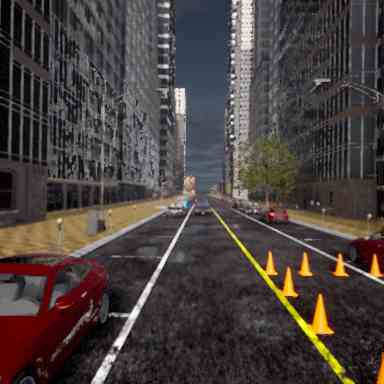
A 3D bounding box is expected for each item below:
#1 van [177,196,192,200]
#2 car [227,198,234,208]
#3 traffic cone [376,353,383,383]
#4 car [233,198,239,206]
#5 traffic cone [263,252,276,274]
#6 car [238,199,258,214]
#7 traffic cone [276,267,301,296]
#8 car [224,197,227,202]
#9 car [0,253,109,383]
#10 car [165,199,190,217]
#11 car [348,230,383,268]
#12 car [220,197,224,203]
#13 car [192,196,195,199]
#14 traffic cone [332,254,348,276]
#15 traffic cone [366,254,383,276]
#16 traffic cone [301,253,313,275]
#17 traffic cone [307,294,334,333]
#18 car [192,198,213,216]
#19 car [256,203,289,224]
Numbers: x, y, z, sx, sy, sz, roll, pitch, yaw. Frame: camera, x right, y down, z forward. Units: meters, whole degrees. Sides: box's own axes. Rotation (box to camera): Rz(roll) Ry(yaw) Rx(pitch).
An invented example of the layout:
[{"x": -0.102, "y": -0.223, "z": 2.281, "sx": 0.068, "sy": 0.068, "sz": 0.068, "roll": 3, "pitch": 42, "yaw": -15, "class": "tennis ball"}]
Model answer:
[{"x": -1.307, "y": 1.488, "z": 44.227, "sx": 1.690, "sy": 1.788, "sz": 3.998, "roll": 1, "pitch": 0, "yaw": 1, "class": "van"}, {"x": 7.347, "y": 1.762, "z": 55.399, "sx": 1.967, "sy": 1.590, "sz": 4.097, "roll": 1, "pitch": 0, "yaw": 1, "class": "car"}, {"x": 2.108, "y": 2.006, "z": 3.605, "sx": 0.340, "sy": 0.580, "sz": 0.340, "roll": 1, "pitch": 0, "yaw": 1, "class": "traffic cone"}, {"x": 7.066, "y": 1.838, "z": 44.017, "sx": 2.008, "sy": 1.369, "sz": 4.403, "roll": 1, "pitch": 0, "yaw": 1, "class": "car"}, {"x": 2.254, "y": 2.033, "z": 9.603, "sx": 0.340, "sy": 0.580, "sz": 0.340, "roll": 1, "pitch": 0, "yaw": 1, "class": "traffic cone"}, {"x": 6.928, "y": 1.819, "z": 38.327, "sx": 2.008, "sy": 1.369, "sz": 4.403, "roll": 1, "pitch": 0, "yaw": 1, "class": "car"}, {"x": 2.205, "y": 2.024, "z": 7.603, "sx": 0.340, "sy": 0.580, "sz": 0.340, "roll": 1, "pitch": 0, "yaw": 1, "class": "traffic cone"}, {"x": 7.485, "y": 1.778, "z": 61.090, "sx": 1.967, "sy": 1.590, "sz": 4.097, "roll": 1, "pitch": 0, "yaw": 1, "class": "car"}, {"x": -2.284, "y": 1.562, "z": 4.390, "sx": 1.802, "sy": 1.307, "sz": 4.206, "roll": 1, "pitch": 0, "yaw": 1, "class": "car"}, {"x": -1.589, "y": 1.656, "z": 32.845, "sx": 2.008, "sy": 1.369, "sz": 4.403, "roll": 1, "pitch": 0, "yaw": 1, "class": "car"}, {"x": 6.232, "y": 1.728, "z": 9.873, "sx": 1.802, "sy": 1.307, "sz": 4.206, "roll": 1, "pitch": 0, "yaw": 1, "class": "car"}, {"x": 8.041, "y": 1.942, "z": 83.853, "sx": 1.887, "sy": 1.381, "sz": 4.507, "roll": 1, "pitch": 0, "yaw": 1, "class": "car"}, {"x": -0.058, "y": 1.824, "z": 95.445, "sx": 1.887, "sy": 1.381, "sz": 4.507, "roll": 1, "pitch": 0, "yaw": 1, "class": "car"}, {"x": 4.253, "y": 2.067, "z": 9.554, "sx": 0.340, "sy": 0.580, "sz": 0.340, "roll": 1, "pitch": 0, "yaw": 1, "class": "traffic cone"}, {"x": 5.235, "y": 2.077, "z": 9.520, "sx": 0.340, "sy": 0.580, "sz": 0.340, "roll": -1, "pitch": 0, "yaw": -3, "class": "traffic cone"}, {"x": 3.253, "y": 2.050, "z": 9.579, "sx": 0.340, "sy": 0.580, "sz": 0.340, "roll": 1, "pitch": 0, "yaw": 1, "class": "traffic cone"}, {"x": 2.156, "y": 2.015, "z": 5.605, "sx": 0.340, "sy": 0.580, "sz": 0.340, "roll": 1, "pitch": 0, "yaw": 1, "class": "traffic cone"}, {"x": 1.157, "y": 1.707, "z": 35.089, "sx": 2.033, "sy": 1.411, "sz": 5.357, "roll": 1, "pitch": 0, "yaw": 1, "class": "car"}, {"x": 6.649, "y": 1.804, "z": 26.945, "sx": 1.802, "sy": 1.307, "sz": 4.206, "roll": 1, "pitch": 0, "yaw": 1, "class": "car"}]
